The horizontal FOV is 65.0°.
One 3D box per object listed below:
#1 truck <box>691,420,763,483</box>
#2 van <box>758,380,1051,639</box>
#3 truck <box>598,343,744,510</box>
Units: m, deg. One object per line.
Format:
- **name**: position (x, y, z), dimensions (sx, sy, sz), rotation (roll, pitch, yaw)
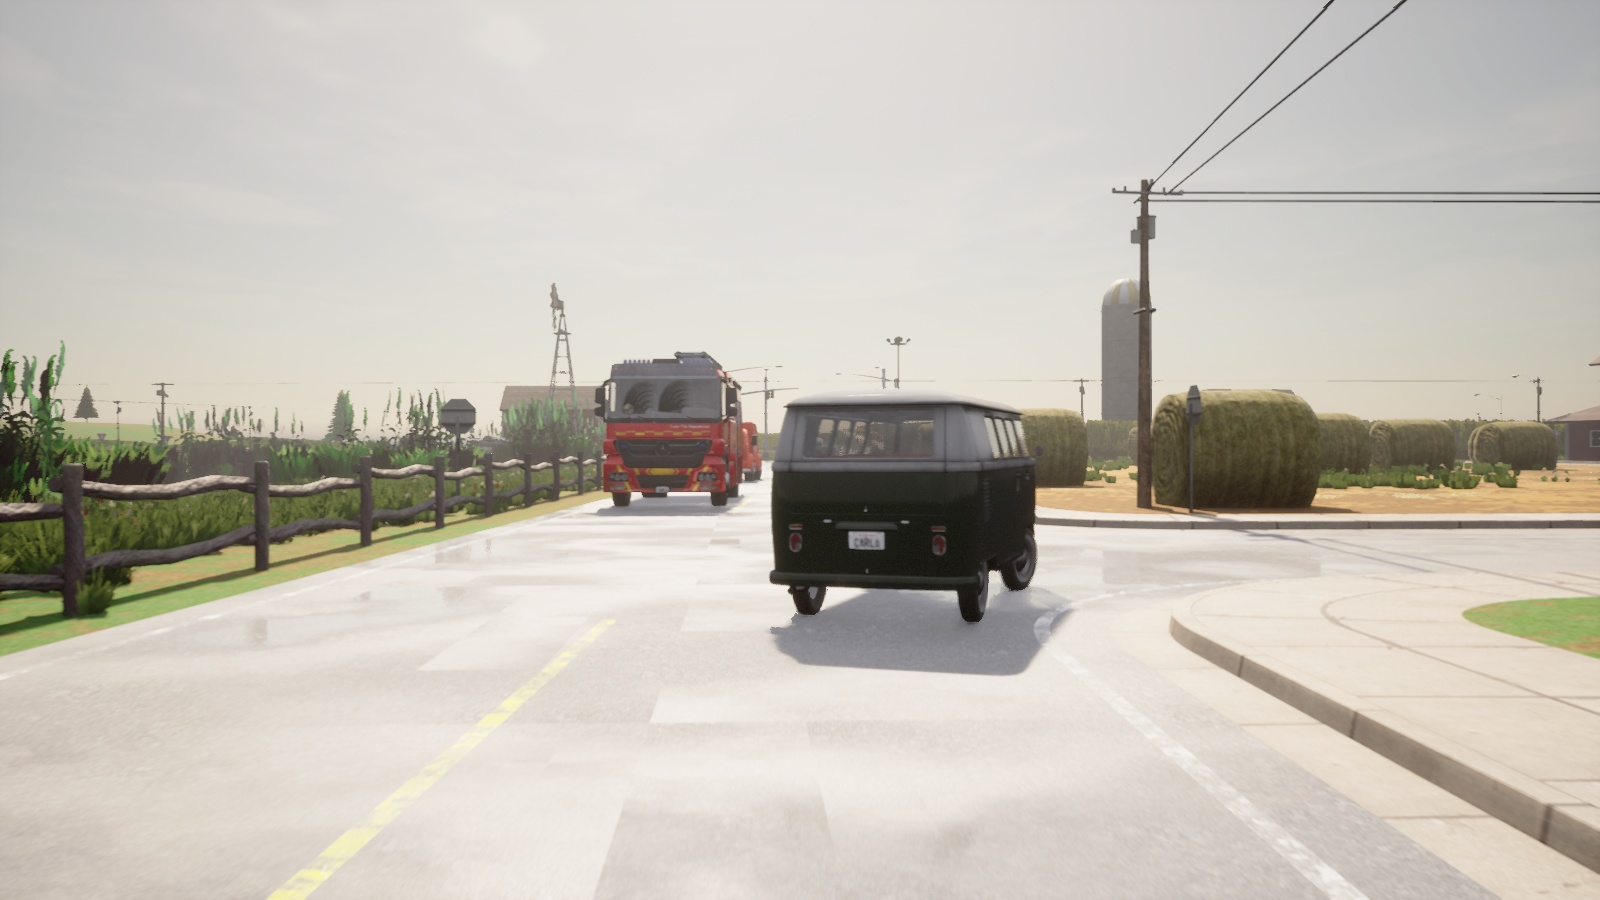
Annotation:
- **truck**: position (-2.952, 0.049, 51.867), dimensions (2.627, 2.467, 5.204), rotation (0, 0, 1)
- **van**: position (1.209, 0.458, 12.033), dimensions (1.775, 1.987, 4.442), rotation (0, 0, 19)
- **truck**: position (-3.146, -0.553, 32.947), dimensions (2.891, 3.827, 8.468), rotation (0, 0, 1)
